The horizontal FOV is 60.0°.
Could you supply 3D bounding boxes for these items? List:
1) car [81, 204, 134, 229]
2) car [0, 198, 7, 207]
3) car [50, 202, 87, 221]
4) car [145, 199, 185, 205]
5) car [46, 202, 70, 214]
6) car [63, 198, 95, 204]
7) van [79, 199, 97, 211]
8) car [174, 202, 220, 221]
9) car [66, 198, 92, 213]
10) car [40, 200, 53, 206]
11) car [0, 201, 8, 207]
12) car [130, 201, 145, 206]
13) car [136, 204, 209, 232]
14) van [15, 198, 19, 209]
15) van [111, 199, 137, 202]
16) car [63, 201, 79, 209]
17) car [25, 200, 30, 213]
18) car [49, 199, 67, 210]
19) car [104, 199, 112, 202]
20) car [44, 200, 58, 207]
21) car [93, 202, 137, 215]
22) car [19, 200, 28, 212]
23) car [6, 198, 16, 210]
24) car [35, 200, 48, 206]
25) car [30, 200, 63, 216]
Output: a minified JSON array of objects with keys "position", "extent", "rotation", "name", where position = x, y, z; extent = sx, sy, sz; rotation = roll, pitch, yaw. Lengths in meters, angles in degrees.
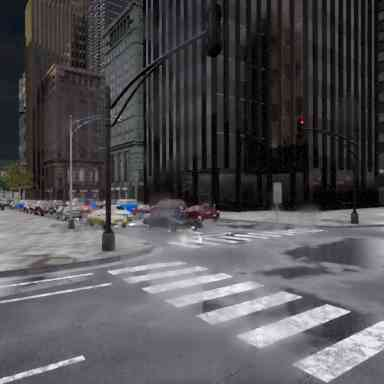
[{"position":[-6.276,1.844,24.379],"extent":[1.752,1.417,4.829],"rotation":[-1,0,-35],"name":"car"},{"position":[-41.273,2.667,73.672],"extent":[1.887,1.381,4.507],"rotation":[-1,0,-35],"name":"car"},{"position":[-12.030,2.004,32.485],"extent":[2.008,1.369,4.403],"rotation":[-1,0,-35],"name":"car"},{"position":[-2.360,1.669,33.597],"extent":[2.192,1.841,5.009],"rotation":[-1,0,-35],"name":"car"},{"position":[-18.918,2.146,46.887],"extent":[2.128,1.511,4.902],"rotation":[0,-1,-35],"name":"car"},{"position":[-12.936,1.867,38.387],"extent":[2.097,1.767,4.553],"rotation":[0,-1,-35],"name":"car"},{"position":[-17.060,2.038,54.353],"extent":[1.690,1.788,3.998],"rotation":[-1,0,-35],"name":"van"},{"position":[0.586,1.829,29.445],"extent":[1.887,1.381,4.507],"rotation":[-1,0,-35],"name":"car"},{"position":[-16.973,1.879,49.586],"extent":[2.150,2.045,5.566],"rotation":[0,0,-35],"name":"car"},{"position":[-34.726,2.661,79.178],"extent":[1.947,1.339,4.313],"rotation":[-1,0,-35],"name":"car"},{"position":[-44.385,2.771,78.056],"extent":[1.802,1.307,4.206],"rotation":[-1,0,-35],"name":"car"},{"position":[-5.294,2.005,37.748],"extent":[1.802,1.307,4.206],"rotation":[-1,0,-35],"name":"car"},{"position":[-1.457,1.792,22.152],"extent":[2.033,1.411,5.357],"rotation":[0,-1,-35],"name":"car"},{"position":[-26.177,2.123,52.404],"extent":[1.690,1.788,3.998],"rotation":[-1,0,-35],"name":"van"},{"position":[-8.240,1.833,41.899],"extent":[1.690,1.788,3.998],"rotation":[-1,0,-35],"name":"van"},{"position":[-22.679,2.408,62.210],"extent":[1.802,1.307,4.206],"rotation":[-1,0,-35],"name":"car"},{"position":[-20.516,2.196,44.436],"extent":[1.887,1.381,4.507],"rotation":[-1,0,-35],"name":"car"},{"position":[-24.054,2.171,59.569],"extent":[2.097,1.767,4.553],"rotation":[0,-1,-35],"name":"car"},{"position":[-11.180,1.876,46.051],"extent":[2.192,1.841,5.009],"rotation":[-1,0,-35],"name":"car"},{"position":[-31.714,2.596,74.935],"extent":[1.947,1.339,4.313],"rotation":[-1,0,-35],"name":"car"},{"position":[-7.056,1.903,30.093],"extent":[1.812,1.442,4.674],"rotation":[0,-1,-35],"name":"car"},{"position":[-23.347,2.157,48.420],"extent":[1.967,1.590,4.097],"rotation":[-1,0,-35],"name":"car"},{"position":[-31.935,2.354,60.517],"extent":[1.967,1.590,4.097],"rotation":[-1,0,-35],"name":"car"},{"position":[-37.738,2.711,83.419],"extent":[2.008,1.369,4.403],"rotation":[-1,0,-35],"name":"car"},{"position":[-17.693,1.901,40.453],"extent":[2.192,1.841,5.009],"rotation":[-1,0,-35],"name":"car"}]
